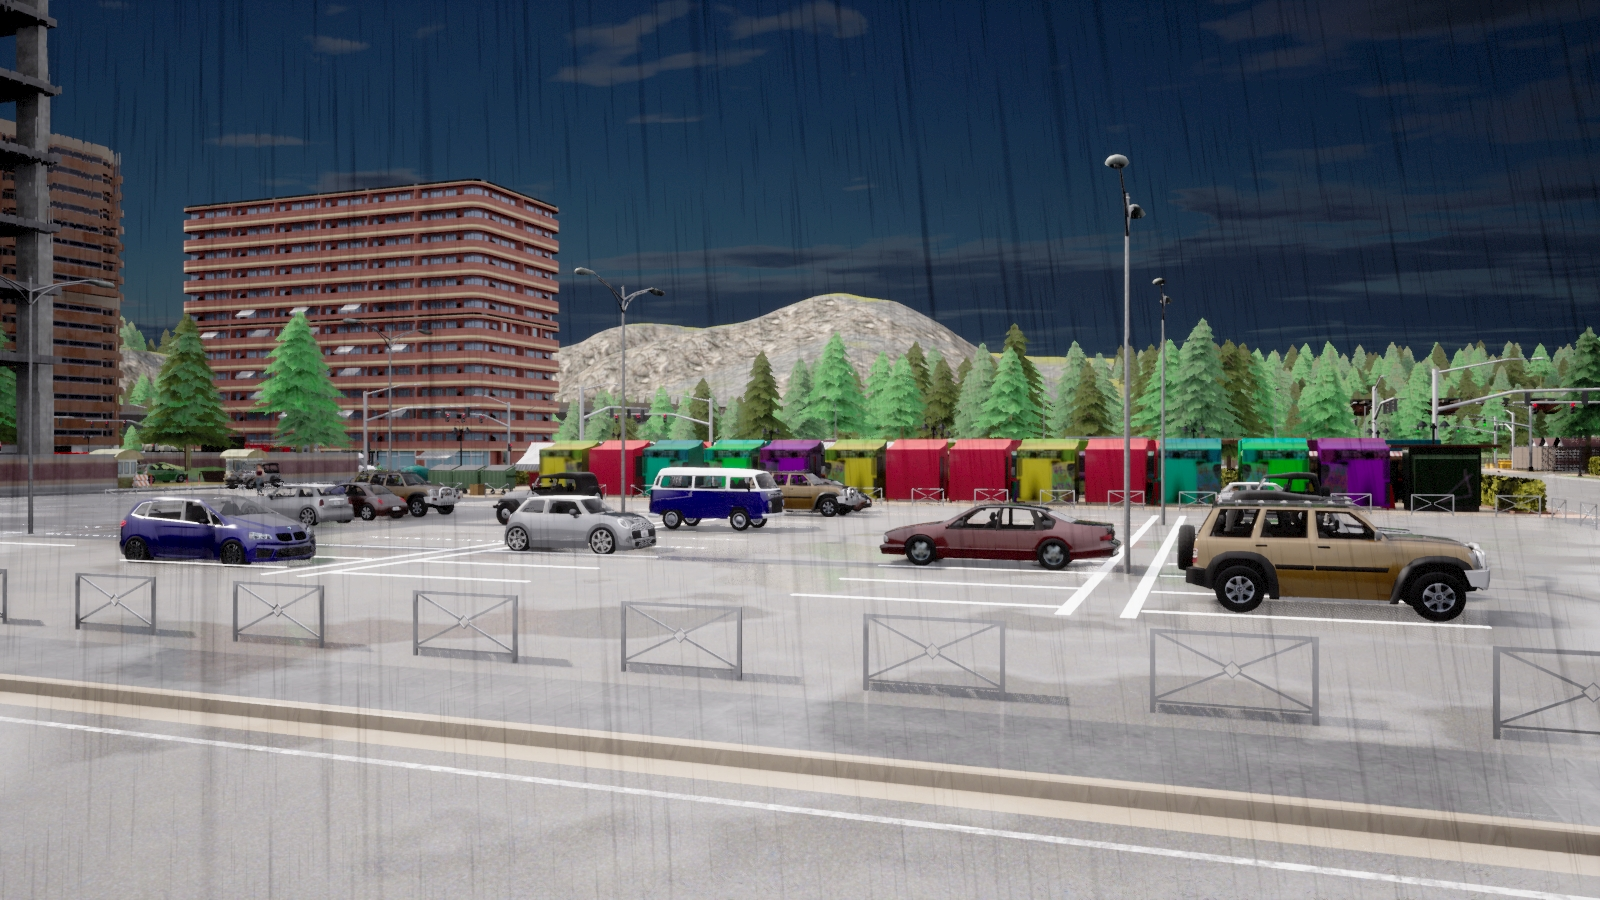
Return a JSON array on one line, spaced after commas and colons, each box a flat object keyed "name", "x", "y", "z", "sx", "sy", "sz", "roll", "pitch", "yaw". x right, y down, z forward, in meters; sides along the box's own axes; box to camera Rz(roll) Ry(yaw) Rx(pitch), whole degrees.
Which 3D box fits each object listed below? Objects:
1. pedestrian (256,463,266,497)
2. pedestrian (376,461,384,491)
[{"name": "pedestrian", "x": -29.501, "y": 1.643, "z": 62.544, "sx": 0.375, "sy": 1.860, "sz": 0.375, "roll": 0, "pitch": 0, "yaw": 19}, {"name": "pedestrian", "x": -26.385, "y": 1.641, "z": 71.777, "sx": 0.375, "sy": 1.860, "sz": 0.375, "roll": 0, "pitch": 0, "yaw": 20}]
